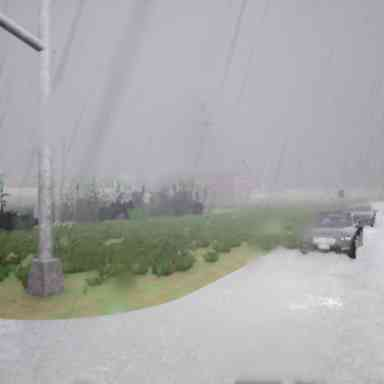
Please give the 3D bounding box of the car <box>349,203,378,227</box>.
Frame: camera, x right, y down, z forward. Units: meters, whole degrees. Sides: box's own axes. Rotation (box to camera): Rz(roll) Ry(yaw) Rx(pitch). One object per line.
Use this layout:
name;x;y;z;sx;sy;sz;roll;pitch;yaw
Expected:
car;11.753;1.558;23.210;1.837;1.490;4.892;-1;0;31

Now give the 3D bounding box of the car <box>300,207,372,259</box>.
car;5.591;1.530;13.034;2.128;1.511;4.902;-1;0;31
